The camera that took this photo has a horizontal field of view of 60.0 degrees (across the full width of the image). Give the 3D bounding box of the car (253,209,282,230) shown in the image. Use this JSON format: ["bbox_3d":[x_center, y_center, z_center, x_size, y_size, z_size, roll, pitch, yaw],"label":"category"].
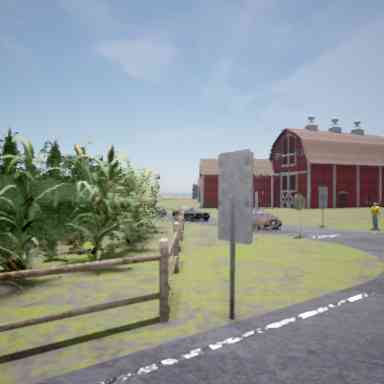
[{"bbox_3d":[4.381,1.886,23.553,1.994,1.385,4.181,1,-1,-29],"label":"car"}]

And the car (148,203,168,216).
[{"bbox_3d":[-4.417,2.209,40.321,1.994,1.385,4.181,1,-1,-25],"label":"car"}]

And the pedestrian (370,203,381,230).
[{"bbox_3d":[12.136,1.590,21.998,0.375,1.860,0.375,0,0,-32],"label":"pedestrian"}]

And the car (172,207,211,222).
[{"bbox_3d":[-0.096,2.079,31.566,1.895,1.301,4.718,1,-1,-27],"label":"car"}]
